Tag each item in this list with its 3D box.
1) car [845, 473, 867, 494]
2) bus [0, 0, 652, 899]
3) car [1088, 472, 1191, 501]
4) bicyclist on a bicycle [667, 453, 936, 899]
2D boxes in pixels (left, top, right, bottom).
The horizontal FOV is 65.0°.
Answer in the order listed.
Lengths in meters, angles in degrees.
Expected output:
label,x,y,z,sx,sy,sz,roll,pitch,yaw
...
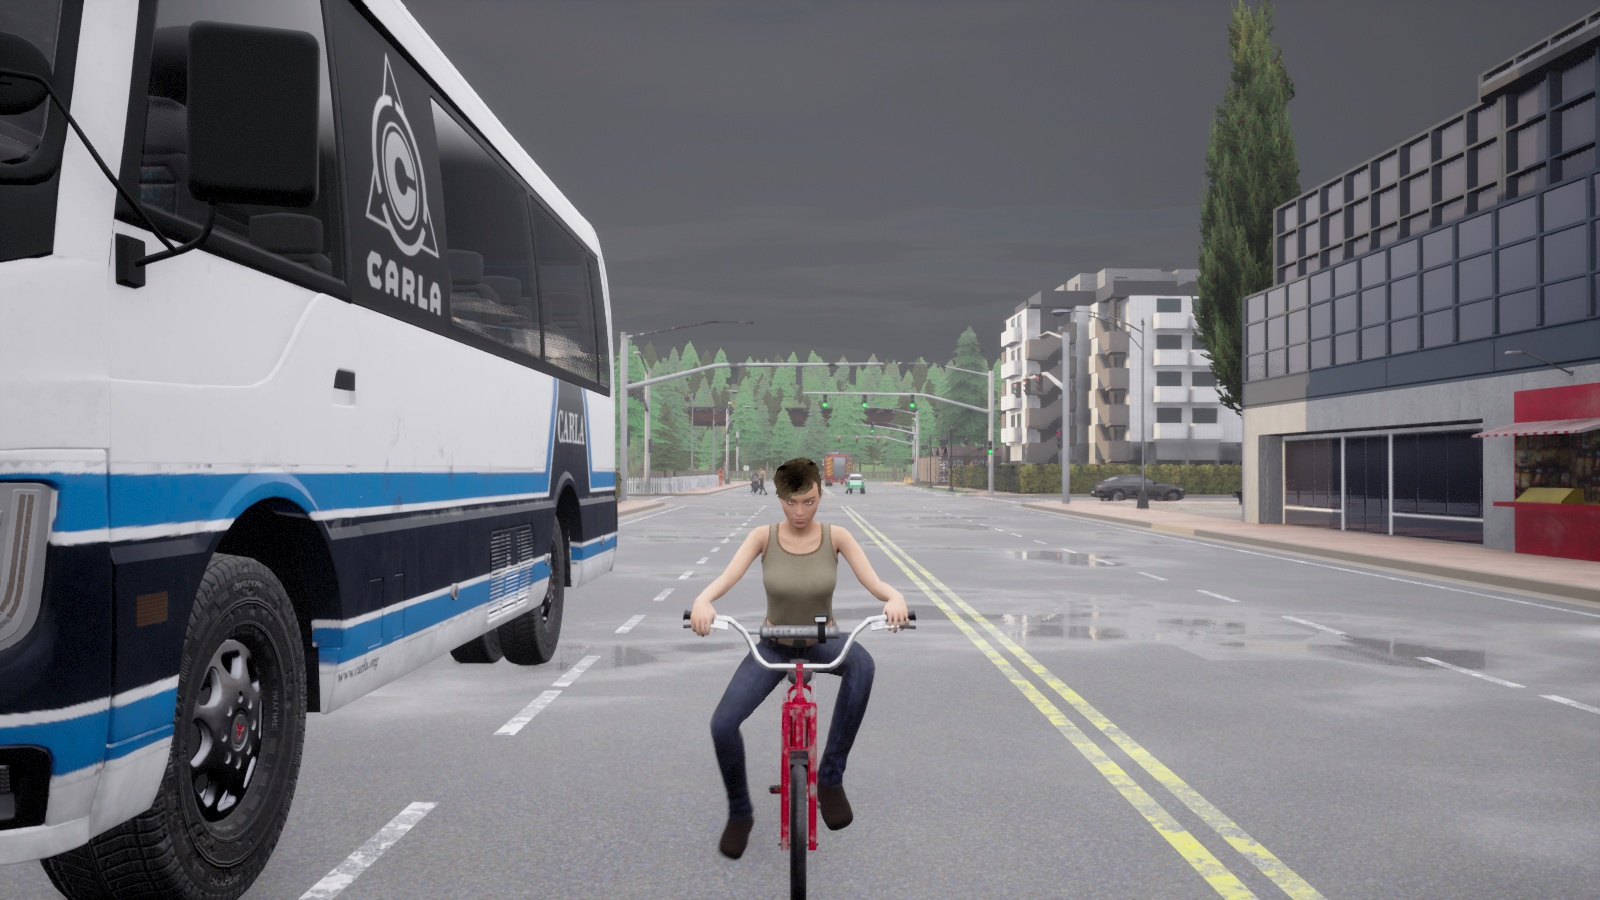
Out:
label,x,y,z,sx,sy,sz,roll,pitch,yaw
car,3.862,2.310,86.936,1.481,1.376,2.207,0,-1,0
bus,-3.490,-0.422,7.526,3.944,4.253,10.273,0,-1,0
car,17.104,1.833,63.320,4.674,1.442,1.812,0,-1,-5
bicyclist on a bicycle,0.005,0.832,4.830,0.866,1.612,1.509,0,-1,0
